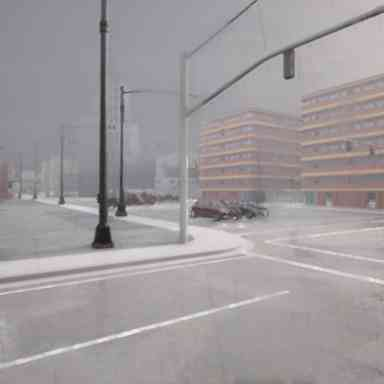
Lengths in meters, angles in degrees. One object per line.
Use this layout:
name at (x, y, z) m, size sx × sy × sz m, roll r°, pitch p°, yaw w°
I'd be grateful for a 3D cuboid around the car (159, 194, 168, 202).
car at (-6.673, 0.992, 57.369) m, size 2.128 × 1.511 × 4.902 m, roll 0°, pitch 1°, yaw -34°

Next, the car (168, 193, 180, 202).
car at (-3.784, 1.022, 59.344) m, size 1.837 × 1.490 × 4.892 m, roll 0°, pitch 1°, yaw -34°

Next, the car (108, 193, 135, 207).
car at (-9.452, 1.199, 42.663) m, size 1.994 × 1.385 × 4.181 m, roll 0°, pitch 1°, yaw -34°

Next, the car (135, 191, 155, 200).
car at (-9.651, 0.709, 67.931) m, size 2.097 × 1.767 × 4.553 m, roll 0°, pitch 0°, yaw -34°

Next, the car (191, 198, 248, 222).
car at (1.857, 1.309, 26.098) m, size 2.097 × 1.767 × 4.553 m, roll 0°, pitch 0°, yaw -34°

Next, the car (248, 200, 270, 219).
car at (4.461, 1.451, 28.486) m, size 2.128 × 1.511 × 4.902 m, roll 0°, pitch 1°, yaw -35°

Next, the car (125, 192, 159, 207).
car at (-6.870, 0.994, 45.092) m, size 2.097 × 1.767 × 4.553 m, roll 0°, pitch 1°, yaw -34°

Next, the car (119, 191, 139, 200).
car at (-12.540, 0.691, 65.956) m, size 2.097 × 1.767 × 4.553 m, roll 0°, pitch 0°, yaw -34°
